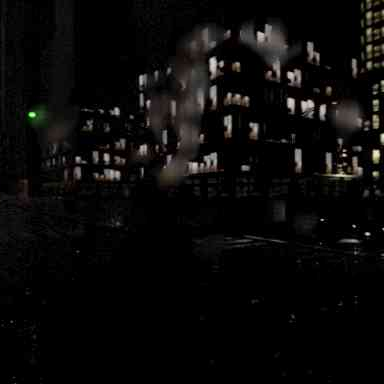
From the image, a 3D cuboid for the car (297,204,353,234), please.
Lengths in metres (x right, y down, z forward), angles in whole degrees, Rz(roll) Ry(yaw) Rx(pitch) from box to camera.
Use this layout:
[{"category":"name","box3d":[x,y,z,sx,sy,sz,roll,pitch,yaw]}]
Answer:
[{"category":"car","box3d":[8.051,1.438,18.960,4.902,1.511,2.128,0,0,-34]}]

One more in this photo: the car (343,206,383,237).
[{"category":"car","box3d":[10.057,1.481,16.394,5.357,1.411,2.033,0,0,-34]}]
